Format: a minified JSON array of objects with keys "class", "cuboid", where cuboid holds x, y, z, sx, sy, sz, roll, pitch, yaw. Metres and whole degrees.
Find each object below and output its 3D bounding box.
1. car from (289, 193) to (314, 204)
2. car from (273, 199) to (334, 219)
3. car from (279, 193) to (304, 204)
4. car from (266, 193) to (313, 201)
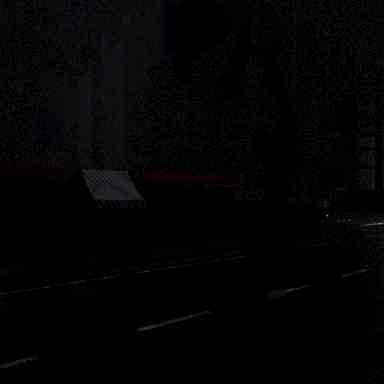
[{"class":"car","cuboid":[19.614,1.114,59.433,1.905,1.878,3.866,0,0,-35]},{"class":"car","cuboid":[9.410,1.545,28.087,1.895,1.301,4.718,0,0,-36]},{"class":"car","cuboid":[17.219,1.114,57.726,1.905,1.878,3.866,0,0,-35]},{"class":"car","cuboid":[9.450,1.297,34.011,2.097,1.767,4.553,0,0,-36]}]
